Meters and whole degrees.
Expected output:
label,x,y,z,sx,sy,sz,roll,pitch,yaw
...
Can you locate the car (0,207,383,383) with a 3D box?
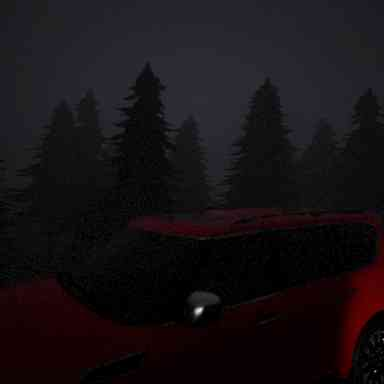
label,x,y,z,sx,sy,sz,roll,pitch,yaw
car,0.134,1.225,3.570,5.566,2.045,2.150,0,0,-34
